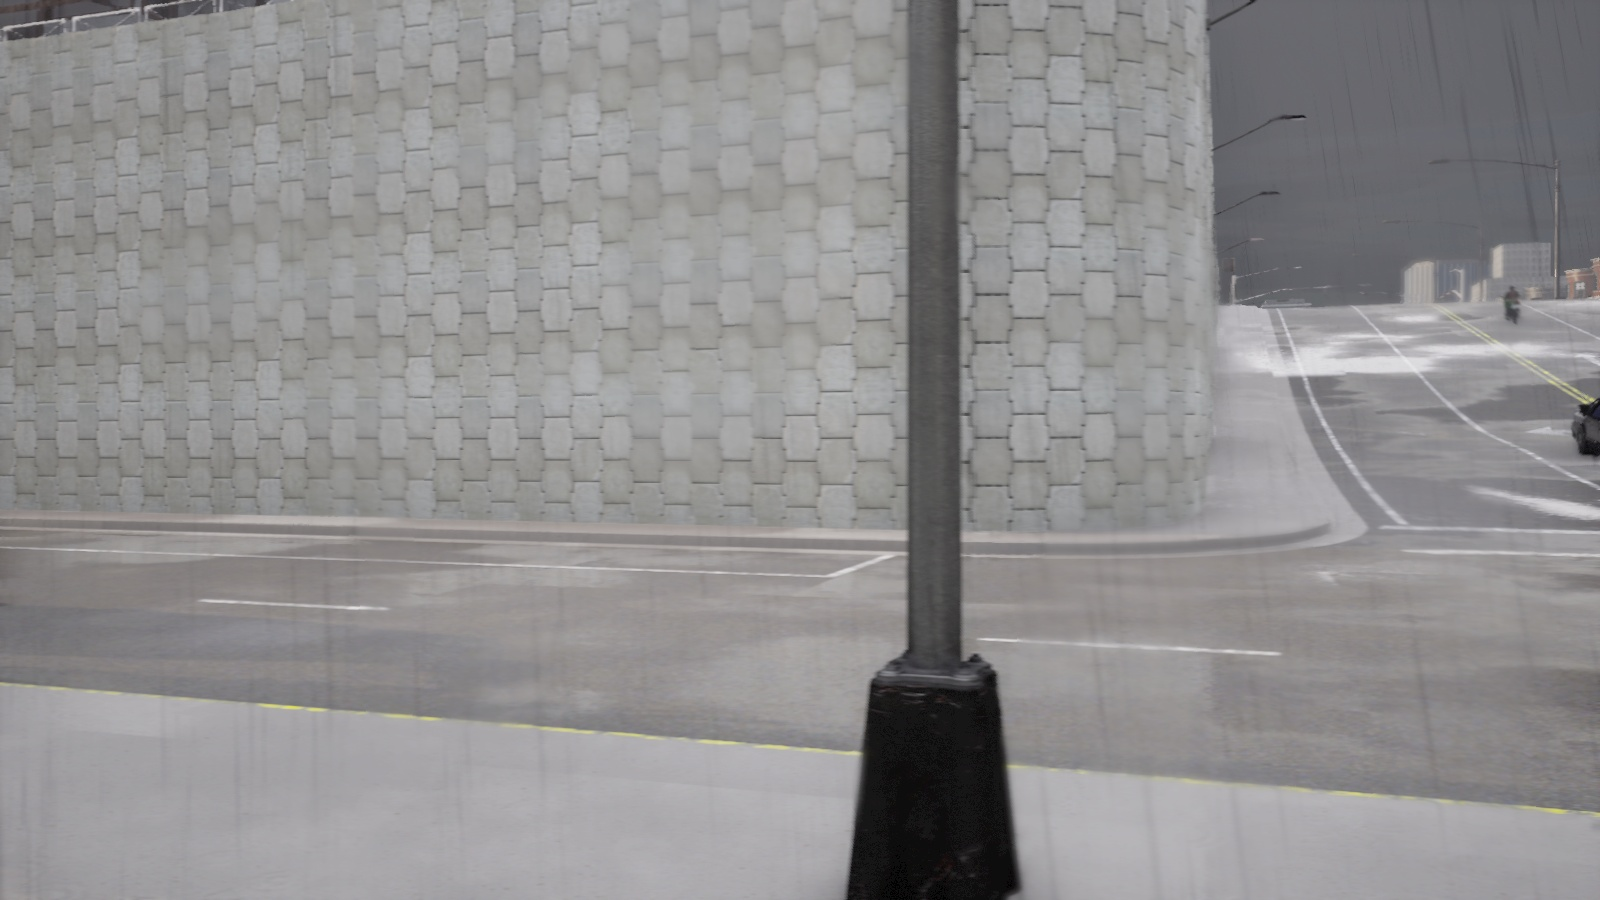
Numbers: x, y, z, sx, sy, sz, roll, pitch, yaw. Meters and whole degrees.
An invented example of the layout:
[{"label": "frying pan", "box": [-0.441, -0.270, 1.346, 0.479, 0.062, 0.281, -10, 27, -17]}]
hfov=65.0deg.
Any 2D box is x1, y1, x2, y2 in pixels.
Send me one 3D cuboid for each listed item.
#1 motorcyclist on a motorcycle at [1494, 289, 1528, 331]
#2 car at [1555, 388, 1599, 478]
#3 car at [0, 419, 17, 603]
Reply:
[{"label": "motorcyclist on a motorcycle", "box": [29.513, -5.819, 52.158, 0.797, 1.523, 2.044, 1, 12, 19]}, {"label": "car", "box": [16.199, -0.283, 23.939, 2.033, 1.411, 5.357, 0, 7, 19]}, {"label": "car", "box": [-9.748, 0.540, 11.219, 4.856, 1.649, 2.033, 1, 1, 19]}]
